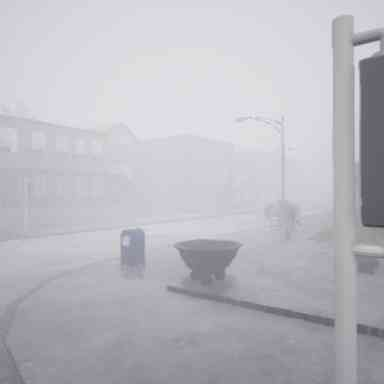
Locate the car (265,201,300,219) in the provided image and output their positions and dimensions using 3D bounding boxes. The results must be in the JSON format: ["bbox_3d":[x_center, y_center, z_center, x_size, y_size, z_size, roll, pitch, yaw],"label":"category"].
[{"bbox_3d":[8.172,1.580,29.792,2.128,1.511,4.902,-1,0,35],"label":"car"}]

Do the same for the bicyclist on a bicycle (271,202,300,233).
[{"bbox_3d":[5.078,1.393,18.224,1.656,1.620,0.582,-1,-1,35],"label":"bicyclist on a bicycle"}]
